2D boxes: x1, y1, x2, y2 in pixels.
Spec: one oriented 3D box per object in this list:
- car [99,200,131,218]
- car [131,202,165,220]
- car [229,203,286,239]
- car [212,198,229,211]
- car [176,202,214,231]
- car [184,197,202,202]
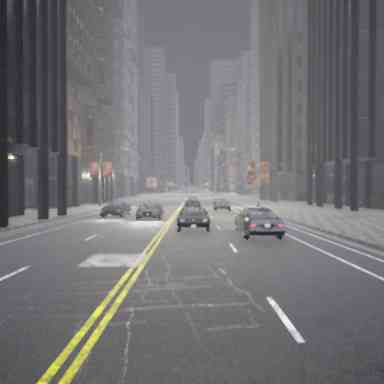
[{"bbox_3d":[-6.513,1.443,29.044,2.033,1.411,5.357,0,0,0],"label":"car"},{"bbox_3d":[-3.291,1.473,26.603,1.994,1.385,4.181,0,0,0],"label":"car"},{"bbox_3d":[3.306,1.496,17.030,2.033,1.411,5.357,0,0,1],"label":"car"},{"bbox_3d":[3.356,1.390,38.488,2.033,1.411,5.357,0,0,0],"label":"car"},{"bbox_3d":[0.087,1.538,20.072,1.895,1.301,4.718,0,0,0],"label":"car"},{"bbox_3d":[0.102,1.344,39.622,1.837,1.490,4.892,0,1,0],"label":"car"}]
